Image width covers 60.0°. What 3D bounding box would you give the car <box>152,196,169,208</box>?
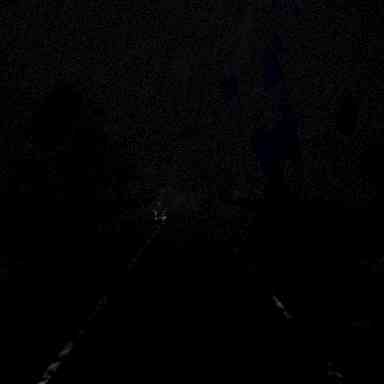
[{"bbox_3d":[-4.060,1.293,43.764,2.128,1.511,4.902,-1,0,0],"label":"car"}]

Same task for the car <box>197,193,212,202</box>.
[{"bbox_3d":[2.624,1.091,61.472,2.128,1.511,4.902,-1,0,-1],"label":"car"}]

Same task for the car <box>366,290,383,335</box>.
[{"bbox_3d":[3.494,1.487,2.385,2.033,1.411,5.357,-1,0,-1],"label":"car"}]
